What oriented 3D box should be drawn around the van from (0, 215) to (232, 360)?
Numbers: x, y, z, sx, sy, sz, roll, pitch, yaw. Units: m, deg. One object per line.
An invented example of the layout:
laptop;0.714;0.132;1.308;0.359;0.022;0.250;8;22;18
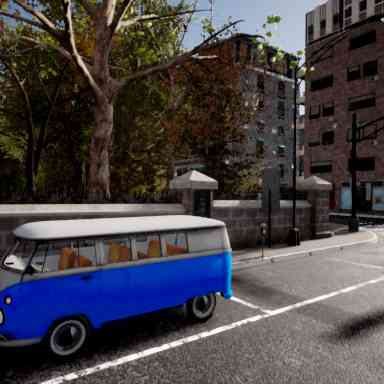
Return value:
van;-1.154;1.342;5.677;3.998;1.788;1.690;0;1;-36
